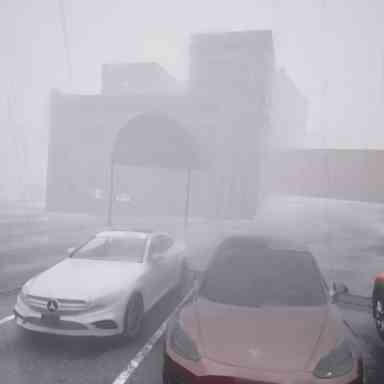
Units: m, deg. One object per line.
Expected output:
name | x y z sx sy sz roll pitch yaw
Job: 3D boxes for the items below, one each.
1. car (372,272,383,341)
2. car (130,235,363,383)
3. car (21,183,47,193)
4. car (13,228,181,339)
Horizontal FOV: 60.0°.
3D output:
car | 3.528 1.348 3.444 2.185 1.767 4.553 0 -1 14
car | 1.088 1.498 5.094 2.163 1.488 4.792 1 -1 14
car | -22.533 -0.626 48.816 1.895 1.301 4.718 5 4 21
car | -1.352 1.504 6.773 2.002 1.452 4.674 1 -1 14
